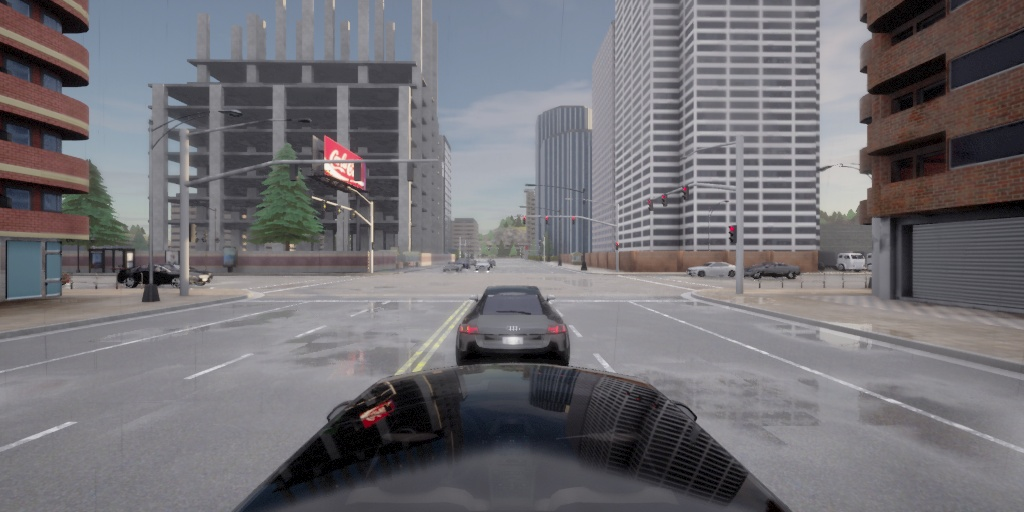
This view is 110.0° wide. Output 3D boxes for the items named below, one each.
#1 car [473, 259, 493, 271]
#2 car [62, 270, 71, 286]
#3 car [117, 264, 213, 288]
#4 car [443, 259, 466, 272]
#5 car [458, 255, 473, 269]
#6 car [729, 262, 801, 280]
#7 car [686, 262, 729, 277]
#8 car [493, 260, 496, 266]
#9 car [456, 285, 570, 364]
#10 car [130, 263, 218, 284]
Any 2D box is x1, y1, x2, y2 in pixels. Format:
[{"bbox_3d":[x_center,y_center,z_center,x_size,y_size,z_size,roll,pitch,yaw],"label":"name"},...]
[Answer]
[{"bbox_3d":[-4.035,1.276,49.991,1.812,1.442,4.674,0,0,-1],"label":"car"},{"bbox_3d":[-31.118,1.102,22.675,4.553,1.767,2.097,0,0,-1],"label":"car"},{"bbox_3d":[-22.011,1.241,22.805,4.902,1.511,2.128,0,0,-1],"label":"car"},{"bbox_3d":[-7.524,1.351,45.839,1.895,1.301,4.718,0,0,0],"label":"car"},{"bbox_3d":[-7.589,1.102,54.945,2.097,1.767,4.553,0,0,0],"label":"car"},{"bbox_3d":[21.850,1.239,30.657,4.902,1.511,2.128,0,0,-1],"label":"car"},{"bbox_3d":[19.088,1.276,34.097,4.674,1.442,1.812,0,0,-1],"label":"car"},{"bbox_3d":[-4.115,1.350,59.034,1.895,1.301,4.718,0,0,-1],"label":"car"},{"bbox_3d":[0.011,1.314,7.709,1.994,1.385,4.181,0,0,0],"label":"car"},{"bbox_3d":[-24.692,1.276,26.288,4.674,1.442,1.812,0,0,-1],"label":"car"}]
